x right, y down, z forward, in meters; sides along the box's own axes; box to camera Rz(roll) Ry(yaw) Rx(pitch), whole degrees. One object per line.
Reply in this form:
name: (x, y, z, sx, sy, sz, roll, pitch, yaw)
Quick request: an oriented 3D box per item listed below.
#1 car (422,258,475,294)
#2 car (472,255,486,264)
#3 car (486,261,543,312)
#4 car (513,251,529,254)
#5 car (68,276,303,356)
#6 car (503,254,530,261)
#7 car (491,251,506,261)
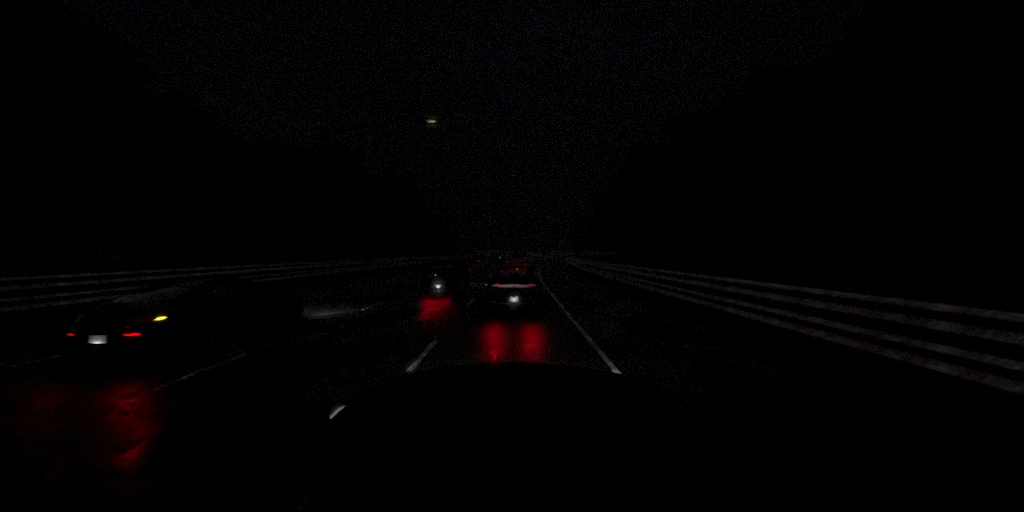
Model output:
car: (-3.248, 1.051, 18.411, 1.837, 1.490, 4.892, 0, 1, 1)
car: (-5.366, 0.502, 57.047, 1.837, 1.490, 4.892, 0, 1, 3)
car: (0.096, 1.100, 13.390, 2.128, 1.511, 4.902, 0, 1, 1)
car: (1.049, 0.390, 45.895, 2.150, 2.045, 5.566, 0, 0, 3)
car: (-6.885, 1.191, 8.278, 1.812, 1.442, 4.674, 0, 1, 1)
car: (0.486, 0.863, 31.049, 1.882, 1.535, 5.008, 0, 1, 2)
car: (-1.755, 0.321, 59.088, 2.097, 1.767, 4.553, 0, 1, 3)
